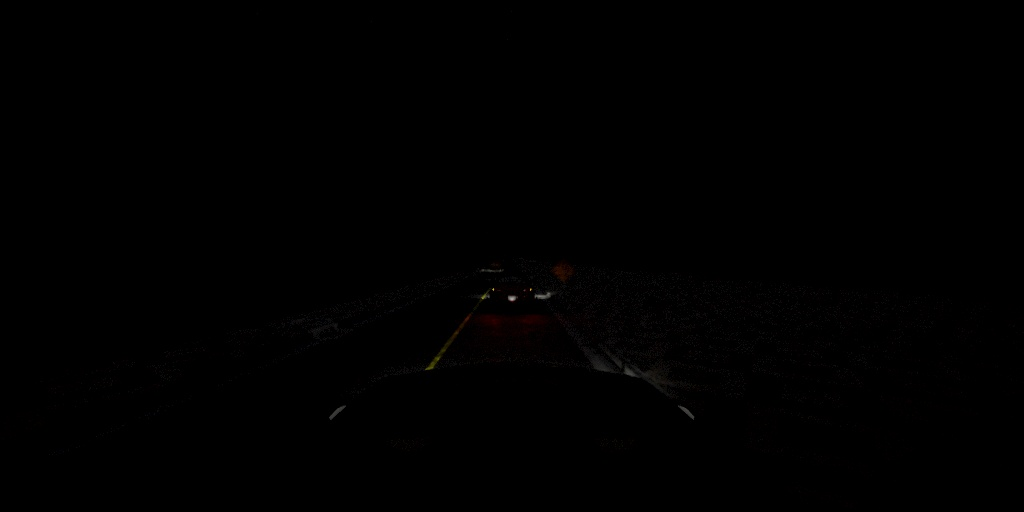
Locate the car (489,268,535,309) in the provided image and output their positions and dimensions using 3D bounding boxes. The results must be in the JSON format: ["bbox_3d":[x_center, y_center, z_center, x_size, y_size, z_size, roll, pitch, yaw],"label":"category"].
[{"bbox_3d":[0.020,1.418,15.739,1.812,1.442,4.674,0,0,0],"label":"car"}]

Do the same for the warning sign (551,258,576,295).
[{"bbox_3d":[2.716,1.037,18.752,1.300,1.860,1.060,0,0,0],"label":"warning sign"}]

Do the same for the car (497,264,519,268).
[{"bbox_3d":[0.012,1.590,30.252,1.994,1.385,4.181,0,0,1],"label":"car"}]
